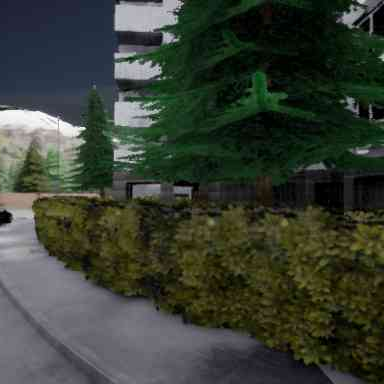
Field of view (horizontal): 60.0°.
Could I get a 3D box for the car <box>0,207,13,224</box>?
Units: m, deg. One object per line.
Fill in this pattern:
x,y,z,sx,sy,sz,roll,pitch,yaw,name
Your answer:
-14.207,1.685,23.501,1.994,1.385,4.181,0,-1,-14,car
